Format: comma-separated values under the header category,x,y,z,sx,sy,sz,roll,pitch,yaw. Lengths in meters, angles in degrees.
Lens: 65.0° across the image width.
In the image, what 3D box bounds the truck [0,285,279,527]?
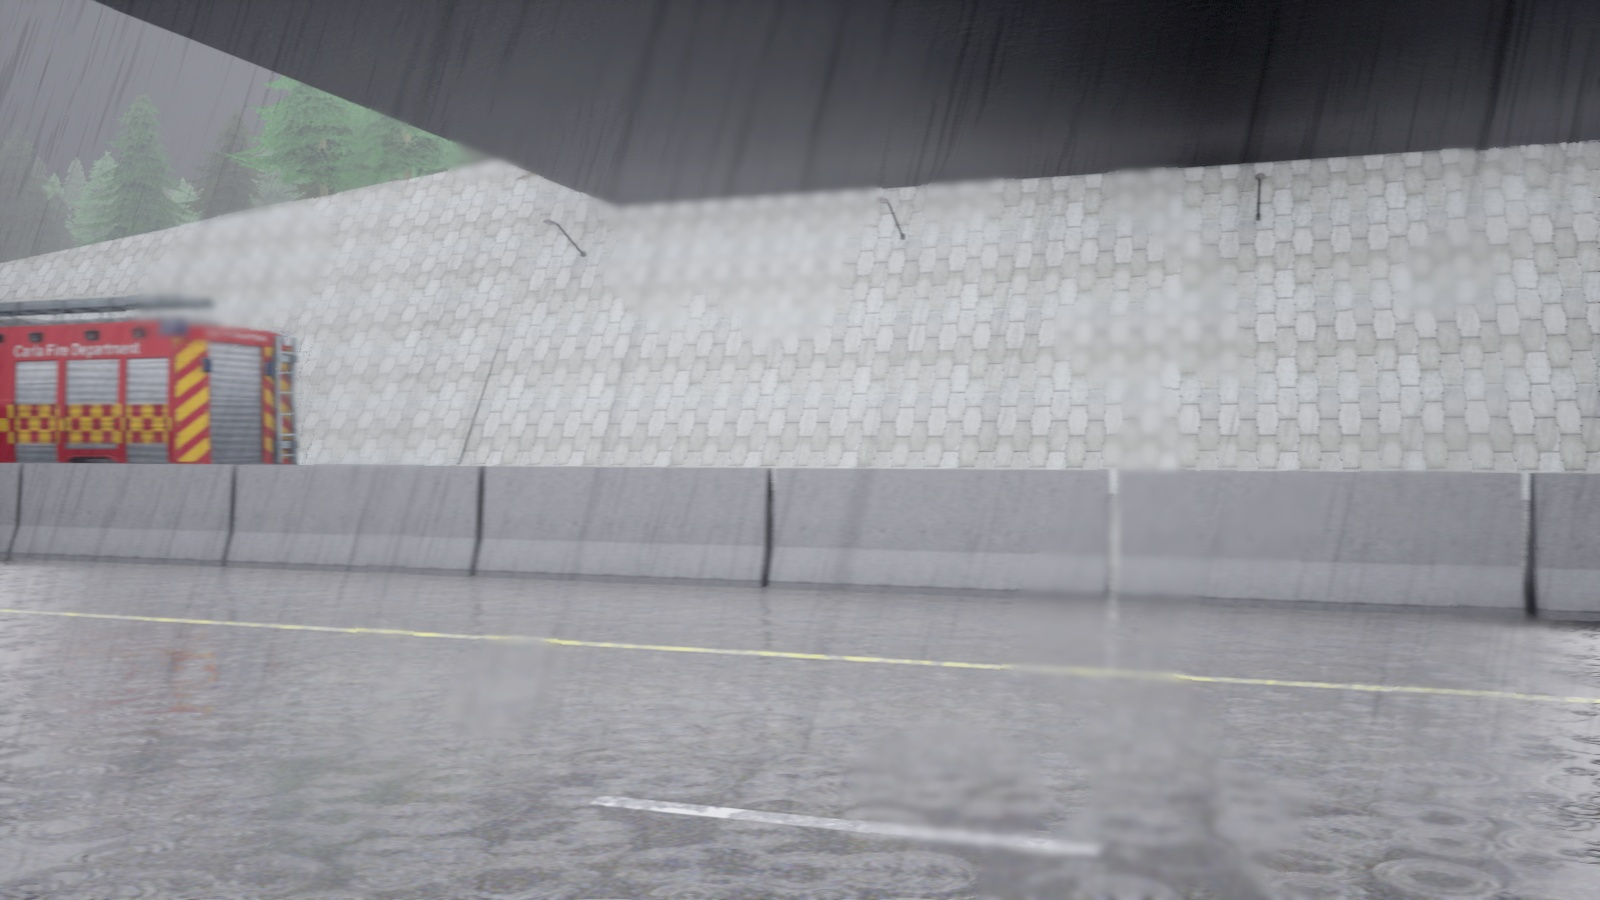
category,x,y,z,sx,sy,sz,roll,pitch,yaw
truck,-13.857,-0.752,22.601,8.468,3.827,2.891,1,1,19
